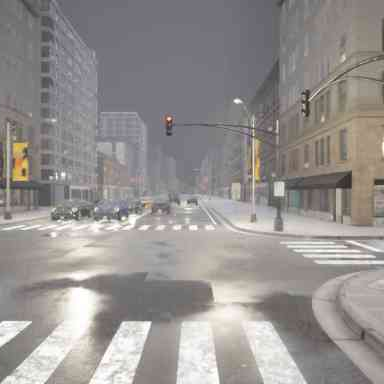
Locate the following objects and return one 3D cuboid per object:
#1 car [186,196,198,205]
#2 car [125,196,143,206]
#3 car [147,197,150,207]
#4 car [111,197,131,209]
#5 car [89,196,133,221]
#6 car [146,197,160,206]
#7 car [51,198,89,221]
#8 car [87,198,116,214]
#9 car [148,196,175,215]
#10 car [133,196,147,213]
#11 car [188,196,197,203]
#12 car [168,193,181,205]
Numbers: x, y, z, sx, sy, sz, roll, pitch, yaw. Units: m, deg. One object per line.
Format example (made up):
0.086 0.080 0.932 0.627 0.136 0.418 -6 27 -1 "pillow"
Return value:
0.050 1.496 57.895 1.837 1.490 4.892 0 0 0 "car"
-9.761 1.483 56.637 2.128 1.511 4.902 0 0 1 "car"
-6.541 1.473 45.760 1.882 1.535 5.008 0 0 0 "car"
-9.793 1.521 46.339 1.812 1.442 4.674 0 0 0 "car"
-6.566 1.352 27.418 2.097 1.767 4.553 0 0 0 "car"
-6.518 1.517 55.612 1.812 1.442 4.674 0 0 1 "car"
-9.815 1.352 27.422 2.097 1.767 4.553 0 0 0 "car"
-9.806 1.503 36.394 1.837 1.490 4.892 0 0 0 "car"
-3.108 1.506 34.497 1.837 1.490 4.892 0 1 0 "car"
-6.552 1.490 36.257 2.128 1.511 4.902 0 0 0 "car"
0.059 1.512 68.314 1.812 1.442 4.674 0 0 0 "car"
-3.195 1.214 58.441 2.150 2.045 5.566 0 0 0 "car"
